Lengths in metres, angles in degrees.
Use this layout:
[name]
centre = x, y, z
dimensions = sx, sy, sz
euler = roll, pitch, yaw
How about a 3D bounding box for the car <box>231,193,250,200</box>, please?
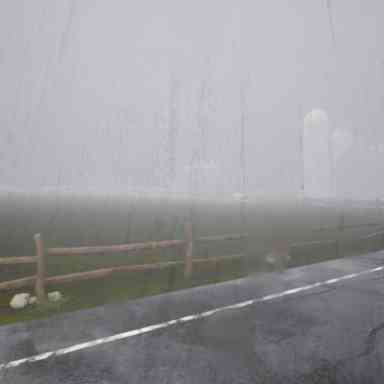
[car]
centre = 10.588, 1.043, 72.636
dimensions = 1.812, 1.442, 4.674
euler = 0, 1, -36
